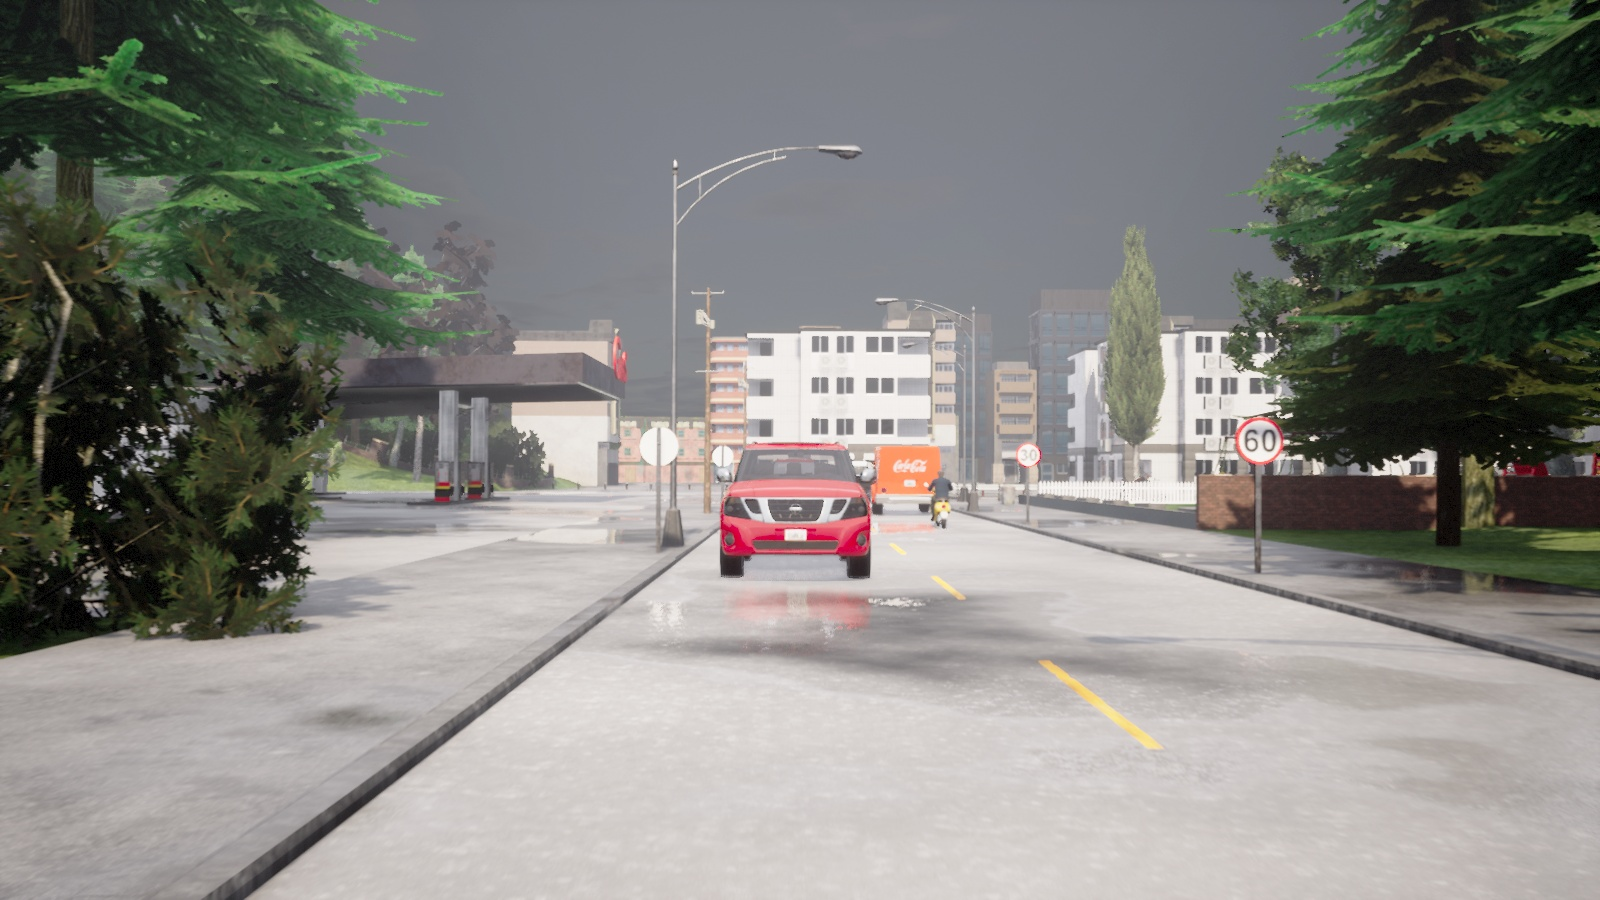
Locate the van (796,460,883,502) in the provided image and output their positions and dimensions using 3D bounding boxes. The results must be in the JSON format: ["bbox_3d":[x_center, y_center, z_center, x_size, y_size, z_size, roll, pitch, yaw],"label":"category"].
[{"bbox_3d":[2.002,1.541,62.726,2.069,2.038,4.480,-2,-2,39],"label":"van"}]

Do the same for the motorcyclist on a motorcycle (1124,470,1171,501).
[{"bbox_3d":[17.790,1.813,64.300,2.191,1.530,0.866,0,-1,0],"label":"motorcyclist on a motorcycle"}]

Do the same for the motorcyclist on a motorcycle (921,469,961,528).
[{"bbox_3d":[3.882,1.310,34.707,0.866,1.590,1.817,0,-1,0],"label":"motorcyclist on a motorcycle"}]

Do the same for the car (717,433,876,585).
[{"bbox_3d":[-0.062,0.852,19.766,2.150,2.045,5.566,0,-1,0],"label":"car"}]

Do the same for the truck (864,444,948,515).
[{"bbox_3d":[3.834,1.060,46.483,2.627,2.467,5.204,0,-1,0],"label":"truck"}]
